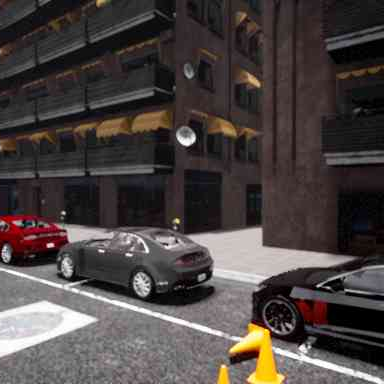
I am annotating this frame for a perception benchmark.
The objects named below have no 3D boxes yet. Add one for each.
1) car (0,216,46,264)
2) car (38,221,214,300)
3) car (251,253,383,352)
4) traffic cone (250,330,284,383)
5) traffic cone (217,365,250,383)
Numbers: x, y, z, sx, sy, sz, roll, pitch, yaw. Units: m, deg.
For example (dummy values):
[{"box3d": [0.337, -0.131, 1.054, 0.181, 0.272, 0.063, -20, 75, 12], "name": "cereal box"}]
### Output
[{"box3d": [-6.128, 1.484, 11.461, 4.507, 1.381, 1.887, 0, 0, 36], "name": "car"}, {"box3d": [-1.564, 1.519, 8.163, 4.403, 1.369, 2.008, 0, 0, 36], "name": "car"}, {"box3d": [3.000, 1.564, 4.866, 4.313, 1.339, 1.947, 0, 0, 36], "name": "car"}, {"box3d": [0.882, 1.947, 3.970, 0.340, 0.580, 0.340, 0, 0, 36], "name": "traffic cone"}, {"box3d": [0.297, 1.947, 3.159, 0.340, 0.580, 0.340, 0, 0, 36], "name": "traffic cone"}]
